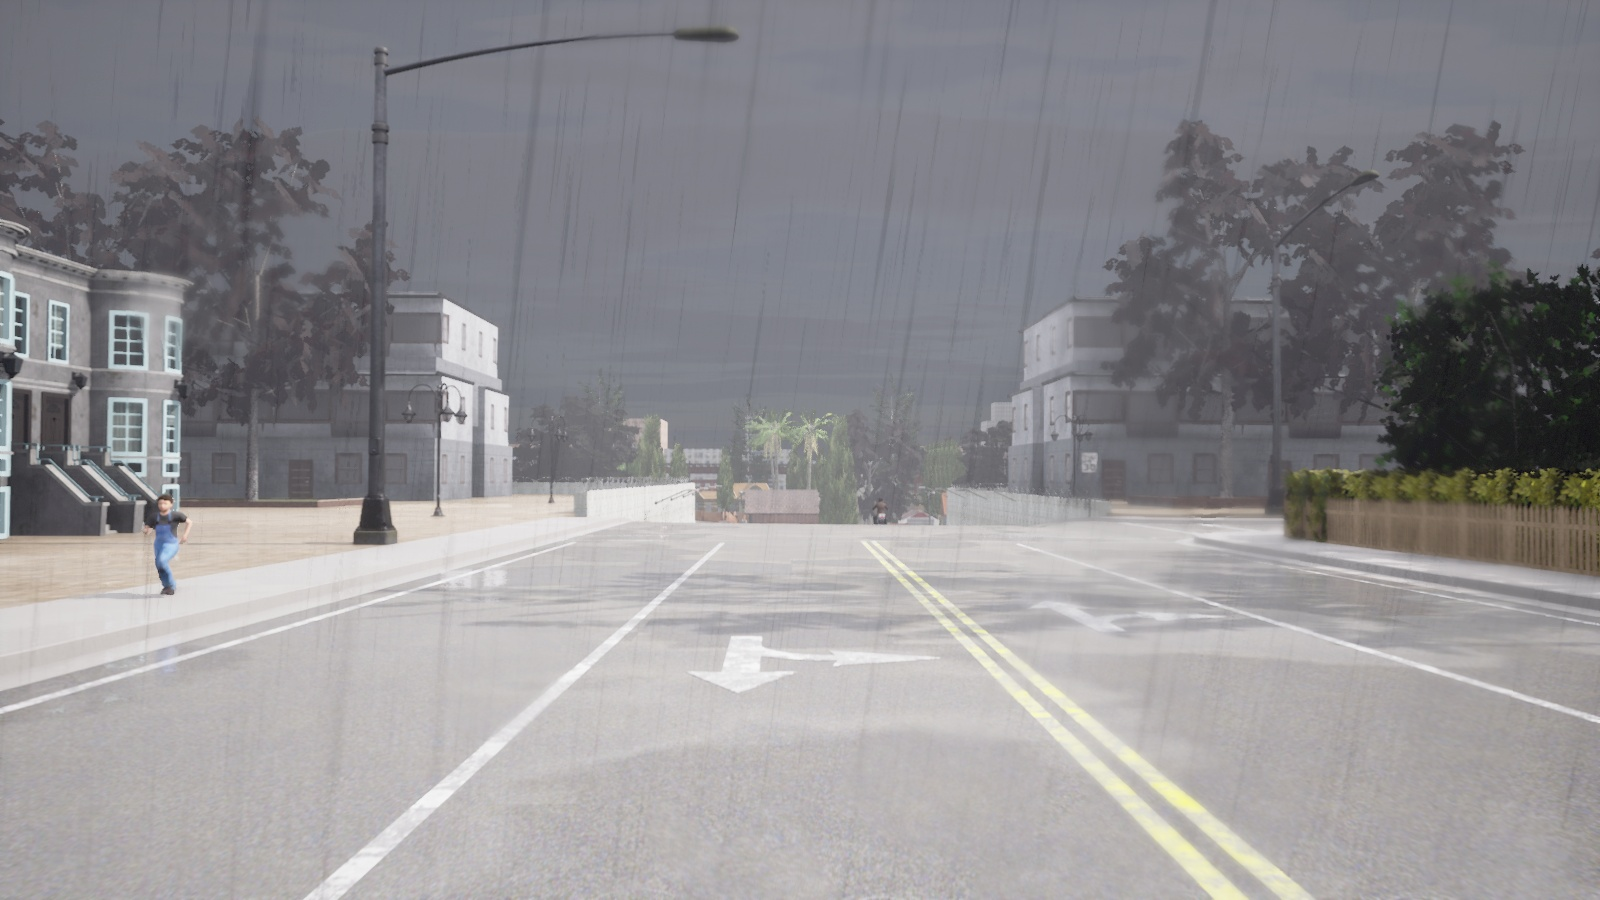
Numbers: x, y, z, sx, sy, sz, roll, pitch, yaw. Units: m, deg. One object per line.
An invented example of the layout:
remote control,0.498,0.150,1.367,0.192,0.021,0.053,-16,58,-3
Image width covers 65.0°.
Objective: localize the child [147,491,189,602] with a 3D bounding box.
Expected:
child,-7.336,1.107,14.585,0.270,1.263,0.437,0,-1,-1
